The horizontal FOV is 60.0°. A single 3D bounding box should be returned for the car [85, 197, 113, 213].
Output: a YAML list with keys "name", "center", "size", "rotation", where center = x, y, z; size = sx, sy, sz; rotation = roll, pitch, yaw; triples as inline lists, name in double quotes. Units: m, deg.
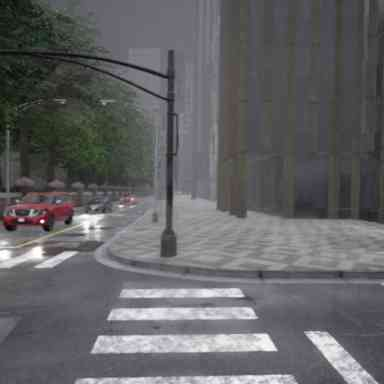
- name: "car"
  center: [-9.001, 1.233, 32.500]
  size: [2.128, 1.511, 4.902]
  rotation: [1, 0, -2]

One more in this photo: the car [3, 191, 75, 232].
- name: "car"
  center: [-8.387, 0.993, 18.855]
  size: [2.150, 2.045, 5.566]
  rotation: [1, 0, -3]

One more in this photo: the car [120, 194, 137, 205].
- name: "car"
  center: [-9.793, 1.060, 51.686]
  size: [2.097, 1.767, 4.553]
  rotation: [1, 0, -2]
